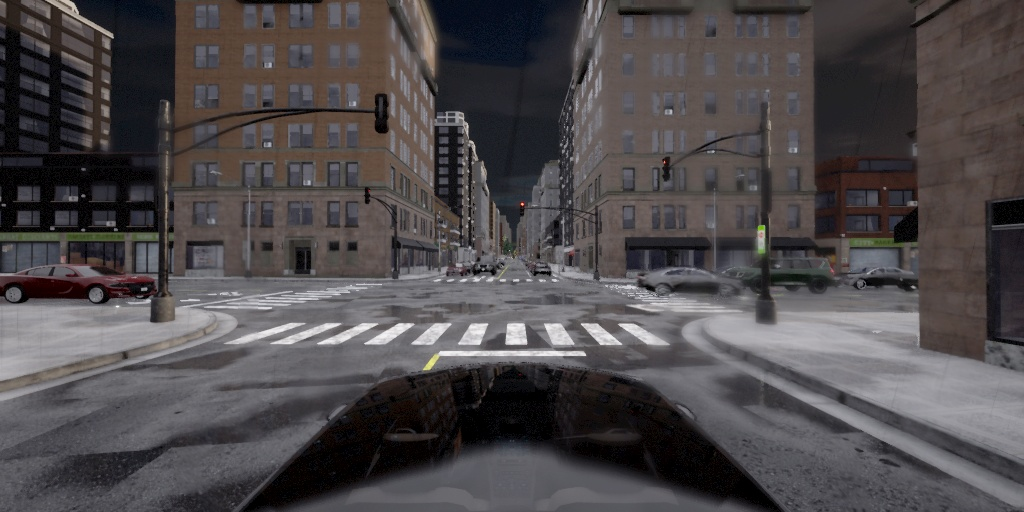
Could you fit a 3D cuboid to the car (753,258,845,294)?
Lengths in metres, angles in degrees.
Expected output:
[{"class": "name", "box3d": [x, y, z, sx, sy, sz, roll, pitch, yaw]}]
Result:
[{"class": "car", "box3d": [15.615, 1.105, 21.029, 5.566, 2.045, 2.150, 0, -1, 0]}]

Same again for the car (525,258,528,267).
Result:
[{"class": "car", "box3d": [3.103, 1.303, 47.311, 2.007, 1.370, 4.403, 0, 0, 1]}]

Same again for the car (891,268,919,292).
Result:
[{"class": "car", "box3d": [25.718, 1.551, 20.963, 4.718, 1.301, 1.895, 0, -1, 0]}]

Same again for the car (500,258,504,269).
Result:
[{"class": "car", "box3d": [-2.606, 1.259, 52.036, 1.837, 1.490, 4.892, 0, 0, 1]}]

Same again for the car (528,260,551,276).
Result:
[{"class": "car", "box3d": [2.967, 1.319, 36.251, 1.948, 1.339, 4.313, 0, 0, 1]}]

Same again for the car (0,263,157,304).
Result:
[{"class": "car", "box3d": [-17.440, 1.062, 14.537, 5.008, 1.535, 1.882, 0, -1, -1]}]

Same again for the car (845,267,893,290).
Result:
[{"class": "car", "box3d": [24.231, 1.464, 24.219, 4.902, 1.511, 2.128, 0, -1, 0]}]

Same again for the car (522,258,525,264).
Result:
[{"class": "car", "box3d": [3.307, 1.316, 63.902, 1.948, 1.339, 4.313, 0, 0, 1]}]

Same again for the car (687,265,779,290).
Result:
[{"class": "car", "box3d": [14.826, 1.402, 24.277, 4.902, 1.511, 2.128, 0, -1, 2]}]

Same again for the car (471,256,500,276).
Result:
[{"class": "car", "box3d": [-2.782, 0.976, 37.858, 2.150, 2.045, 5.566, 0, 0, 1]}]

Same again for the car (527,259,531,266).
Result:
[{"class": "car", "box3d": [3.035, 1.298, 41.781, 1.888, 1.381, 4.507, 0, 0, 1]}]

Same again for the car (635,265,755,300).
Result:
[{"class": "car", "box3d": [8.715, 1.295, 17.798, 4.902, 1.511, 2.128, 0, 0, 8]}]

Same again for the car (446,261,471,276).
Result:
[{"class": "car", "box3d": [-5.558, 1.336, 36.352, 1.802, 1.307, 4.207, 0, 0, 1]}]
